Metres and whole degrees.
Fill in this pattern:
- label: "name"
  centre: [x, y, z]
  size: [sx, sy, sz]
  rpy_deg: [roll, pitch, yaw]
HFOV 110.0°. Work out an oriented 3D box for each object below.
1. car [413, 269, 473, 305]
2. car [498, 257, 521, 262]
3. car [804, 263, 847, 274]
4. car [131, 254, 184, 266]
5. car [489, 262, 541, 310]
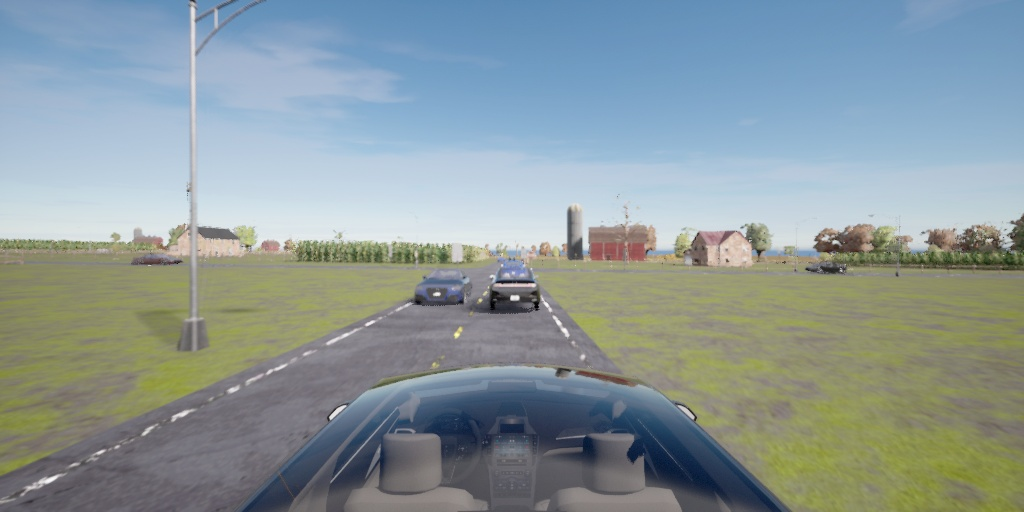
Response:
- label: "car"
  centre: [-2.844, 1.245, 15.562]
  size: [1.994, 1.385, 4.181]
  rpy_deg: [0, 0, 0]
- label: "car"
  centre: [0.106, 1.096, 29.026]
  size: [1.882, 1.535, 5.008]
  rpy_deg: [0, 0, 0]
- label: "car"
  centre: [42.691, 1.627, 48.852]
  size: [4.892, 1.490, 1.837]
  rpy_deg: [1, 1, 0]
- label: "car"
  centre: [-45.199, 0.462, 45.750]
  size: [5.357, 1.411, 2.033]
  rpy_deg: [1, 1, 0]
- label: "car"
  centre: [0.102, 1.178, 14.354]
  size: [2.128, 1.511, 4.902]
  rpy_deg: [0, 0, 0]
